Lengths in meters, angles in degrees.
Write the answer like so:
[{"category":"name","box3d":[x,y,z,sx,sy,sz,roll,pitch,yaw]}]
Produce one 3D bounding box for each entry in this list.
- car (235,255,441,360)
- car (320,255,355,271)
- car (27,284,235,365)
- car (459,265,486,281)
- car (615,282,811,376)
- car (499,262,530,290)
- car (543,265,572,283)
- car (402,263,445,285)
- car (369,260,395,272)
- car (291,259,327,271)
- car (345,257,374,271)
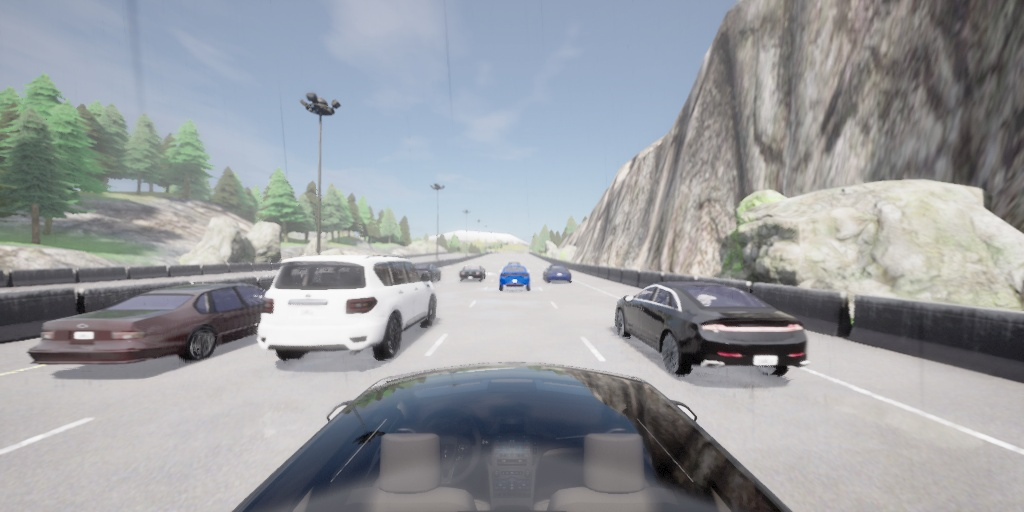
[{"category":"car","box3d":[-3.379,1.021,8.619,2.150,2.045,5.566,0,0,0]},{"category":"car","box3d":[-24.378,0.948,50.287,2.150,2.045,5.566,0,0,1]},{"category":"car","box3d":[-6.880,1.343,8.280,2.033,1.411,5.357,0,0,0]},{"category":"car","box3d":[-3.302,1.440,30.984,1.895,1.301,4.718,0,0,0]},{"category":"car","box3d":[3.618,1.285,7.529,2.128,1.511,4.902,0,0,0]},{"category":"car","box3d":[0.172,1.323,23.394,1.882,1.535,5.008,0,0,0]},{"category":"car","box3d":[3.693,1.407,29.666,1.994,1.385,4.181,0,0,0]},{"category":"car","box3d":[-6.812,1.337,28.093,2.128,1.511,4.902,0,0,0]},{"category":"car","box3d":[-17.399,1.268,48.278,1.812,1.442,4.674,0,0,1]},{"category":"car","box3d":[-27.887,1.223,49.533,2.128,1.511,4.902,0,0,1]},{"category":"car","box3d":[-20.888,1.085,49.344,2.097,1.767,4.553,0,1,1]}]
